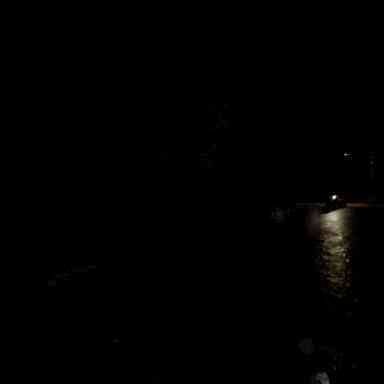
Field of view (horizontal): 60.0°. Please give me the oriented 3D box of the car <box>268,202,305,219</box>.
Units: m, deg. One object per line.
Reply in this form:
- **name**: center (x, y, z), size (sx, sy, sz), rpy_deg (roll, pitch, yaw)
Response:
- **car**: center (7.705, 1.430, 26.772), size (1.895, 1.301, 4.718), rpy_deg (0, 0, 31)

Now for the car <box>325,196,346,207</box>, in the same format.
- **car**: center (19.592, 1.213, 45.286), size (2.163, 1.488, 4.792), rpy_deg (0, 0, 34)
